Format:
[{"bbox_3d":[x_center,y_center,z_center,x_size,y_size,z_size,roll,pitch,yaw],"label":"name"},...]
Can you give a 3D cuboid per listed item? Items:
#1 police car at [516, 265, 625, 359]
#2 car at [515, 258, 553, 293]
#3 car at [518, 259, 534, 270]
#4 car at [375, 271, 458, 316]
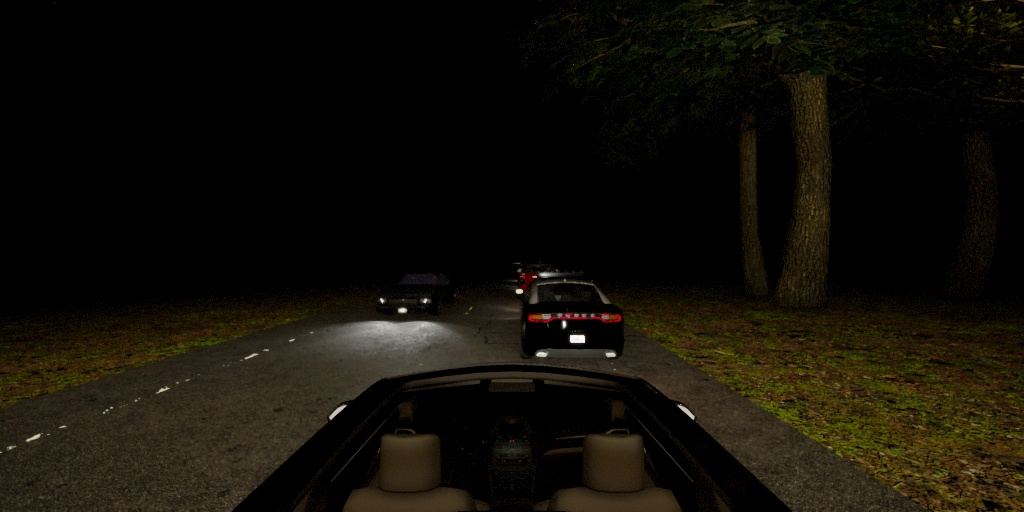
[{"bbox_3d":[1.125,1.170,8.528,1.930,1.638,5.238,0,0,1],"label":"police car"},{"bbox_3d":[1.342,1.083,18.349,2.097,1.767,4.553,0,0,2],"label":"car"},{"bbox_3d":[2.052,1.230,50.919,2.033,1.411,5.357,0,0,4],"label":"car"},{"bbox_3d":[-3.302,1.285,13.648,2.033,1.411,5.357,0,0,1],"label":"car"}]
